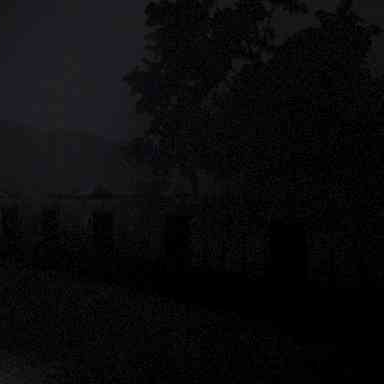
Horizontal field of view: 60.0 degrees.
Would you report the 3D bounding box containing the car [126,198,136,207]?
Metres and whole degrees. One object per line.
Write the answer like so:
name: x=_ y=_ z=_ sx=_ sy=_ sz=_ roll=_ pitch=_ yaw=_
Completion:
car: x=-7.504 y=1.590 z=46.349 sx=1.882 sy=1.535 sz=5.008 roll=0 pitch=0 yaw=36
